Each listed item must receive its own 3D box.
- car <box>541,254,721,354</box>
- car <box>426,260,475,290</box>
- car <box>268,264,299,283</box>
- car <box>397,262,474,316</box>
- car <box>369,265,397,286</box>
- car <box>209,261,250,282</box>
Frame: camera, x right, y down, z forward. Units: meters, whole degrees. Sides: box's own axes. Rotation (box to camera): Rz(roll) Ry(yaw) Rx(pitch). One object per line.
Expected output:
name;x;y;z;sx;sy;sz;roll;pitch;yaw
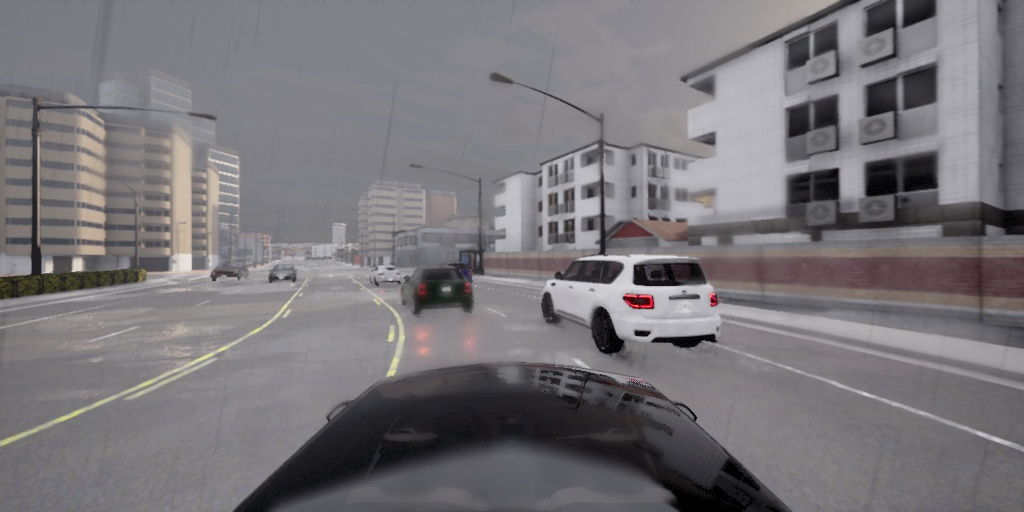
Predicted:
car;2.500;0.989;9.097;2.150;2.045;5.566;0;0;-14
car;-4.329;1.204;24.587;2.097;1.767;4.553;0;0;-27
car;-19.119;1.440;30.093;2.128;1.511;4.902;0;0;-28
car;-3.054;1.160;14.039;2.097;1.767;4.553;0;0;-23
car;-9.516;1.409;27.018;1.812;1.442;4.674;0;0;-27
car;-22.205;1.136;28.439;2.033;1.411;5.357;0;0;-28
